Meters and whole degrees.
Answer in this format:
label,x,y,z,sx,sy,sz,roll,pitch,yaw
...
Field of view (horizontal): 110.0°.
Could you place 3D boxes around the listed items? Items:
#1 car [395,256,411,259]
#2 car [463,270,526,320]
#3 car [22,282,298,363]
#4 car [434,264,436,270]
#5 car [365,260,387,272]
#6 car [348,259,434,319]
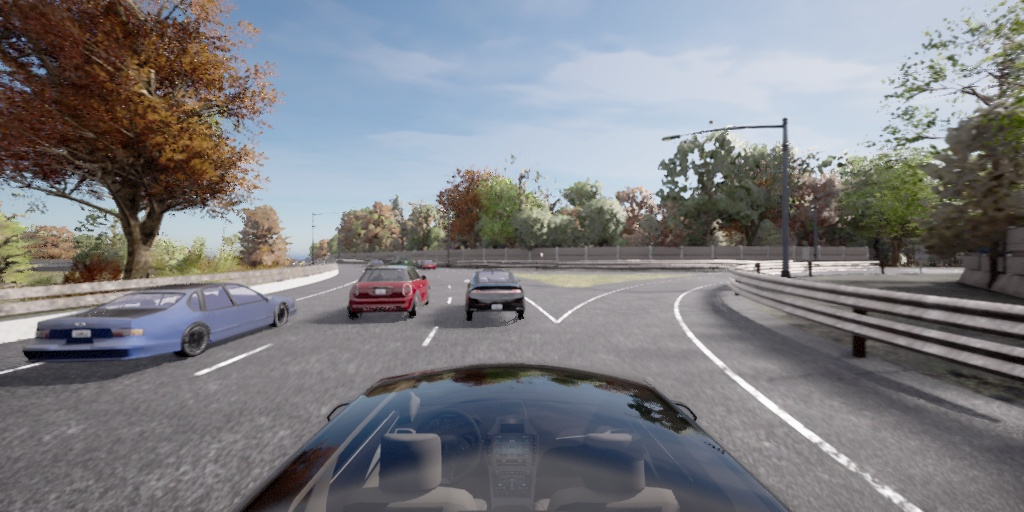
label,x,y,z,sx,sy,sz,roll,pitch,yaw
car,-15.803,1.024,51.418,2.150,2.045,5.566,0,0,-30
car,-0.682,1.243,12.664,2.128,1.511,4.902,0,0,-6
car,-7.252,1.322,8.385,2.033,1.411,5.357,0,0,-4
car,-12.707,1.356,53.053,1.994,1.385,4.181,0,0,-30
car,-18.918,1.306,49.824,2.128,1.511,4.902,0,0,-30
car,-4.268,1.116,13.144,2.097,1.767,4.553,0,0,-6
